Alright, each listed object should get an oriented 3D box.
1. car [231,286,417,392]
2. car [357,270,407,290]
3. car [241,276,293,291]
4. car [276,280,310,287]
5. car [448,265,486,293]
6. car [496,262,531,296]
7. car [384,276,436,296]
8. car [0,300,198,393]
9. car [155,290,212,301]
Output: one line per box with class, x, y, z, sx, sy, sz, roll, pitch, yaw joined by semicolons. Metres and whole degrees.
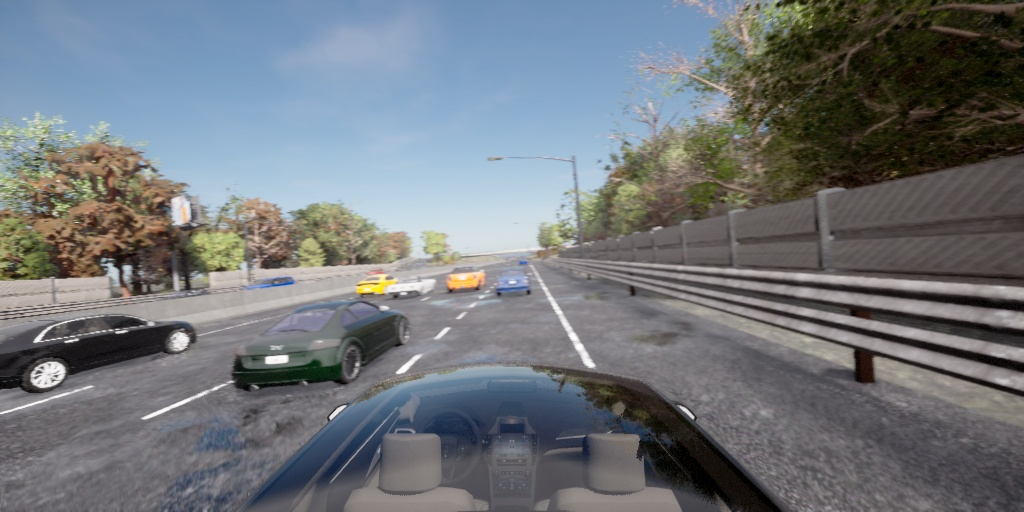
car;-3.765;1.662;7.856;1.994;1.385;4.181;-5;0;2
car;-9.975;2.189;27.347;1.882;1.535;5.008;-5;0;2
car;-23.825;3.168;35.419;2.150;2.045;5.566;-5;0;2
car;-20.312;3.242;35.245;1.895;1.301;4.718;-5;0;2
car;-3.099;1.456;25.126;2.097;1.767;4.553;-5;0;2
car;0.122;1.353;20.346;2.033;1.411;5.357;-5;0;2
car;-6.599;2.006;24.221;1.895;1.301;4.718;-5;0;2
car;-10.702;2.210;9.030;1.837;1.490;4.892;-5;0;2
car;-30.842;4.043;33.792;2.128;1.511;4.902;-5;0;2
